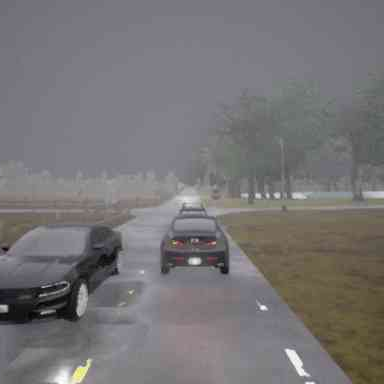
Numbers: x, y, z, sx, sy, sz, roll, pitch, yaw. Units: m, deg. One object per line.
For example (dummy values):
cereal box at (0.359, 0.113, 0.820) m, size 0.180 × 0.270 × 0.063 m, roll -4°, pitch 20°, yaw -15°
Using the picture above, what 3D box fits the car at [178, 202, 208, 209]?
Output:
car at (0.063, 1.398, 22.017) m, size 2.128 × 1.511 × 4.902 m, roll 0°, pitch 0°, yaw 0°

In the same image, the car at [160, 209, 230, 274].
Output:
car at (0.080, 1.459, 10.430) m, size 1.837 × 1.490 × 4.892 m, roll 0°, pitch -1°, yaw 0°

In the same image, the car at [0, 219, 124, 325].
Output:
car at (-2.847, 1.448, 7.433) m, size 1.882 × 1.535 × 5.008 m, roll 0°, pitch 0°, yaw 0°
